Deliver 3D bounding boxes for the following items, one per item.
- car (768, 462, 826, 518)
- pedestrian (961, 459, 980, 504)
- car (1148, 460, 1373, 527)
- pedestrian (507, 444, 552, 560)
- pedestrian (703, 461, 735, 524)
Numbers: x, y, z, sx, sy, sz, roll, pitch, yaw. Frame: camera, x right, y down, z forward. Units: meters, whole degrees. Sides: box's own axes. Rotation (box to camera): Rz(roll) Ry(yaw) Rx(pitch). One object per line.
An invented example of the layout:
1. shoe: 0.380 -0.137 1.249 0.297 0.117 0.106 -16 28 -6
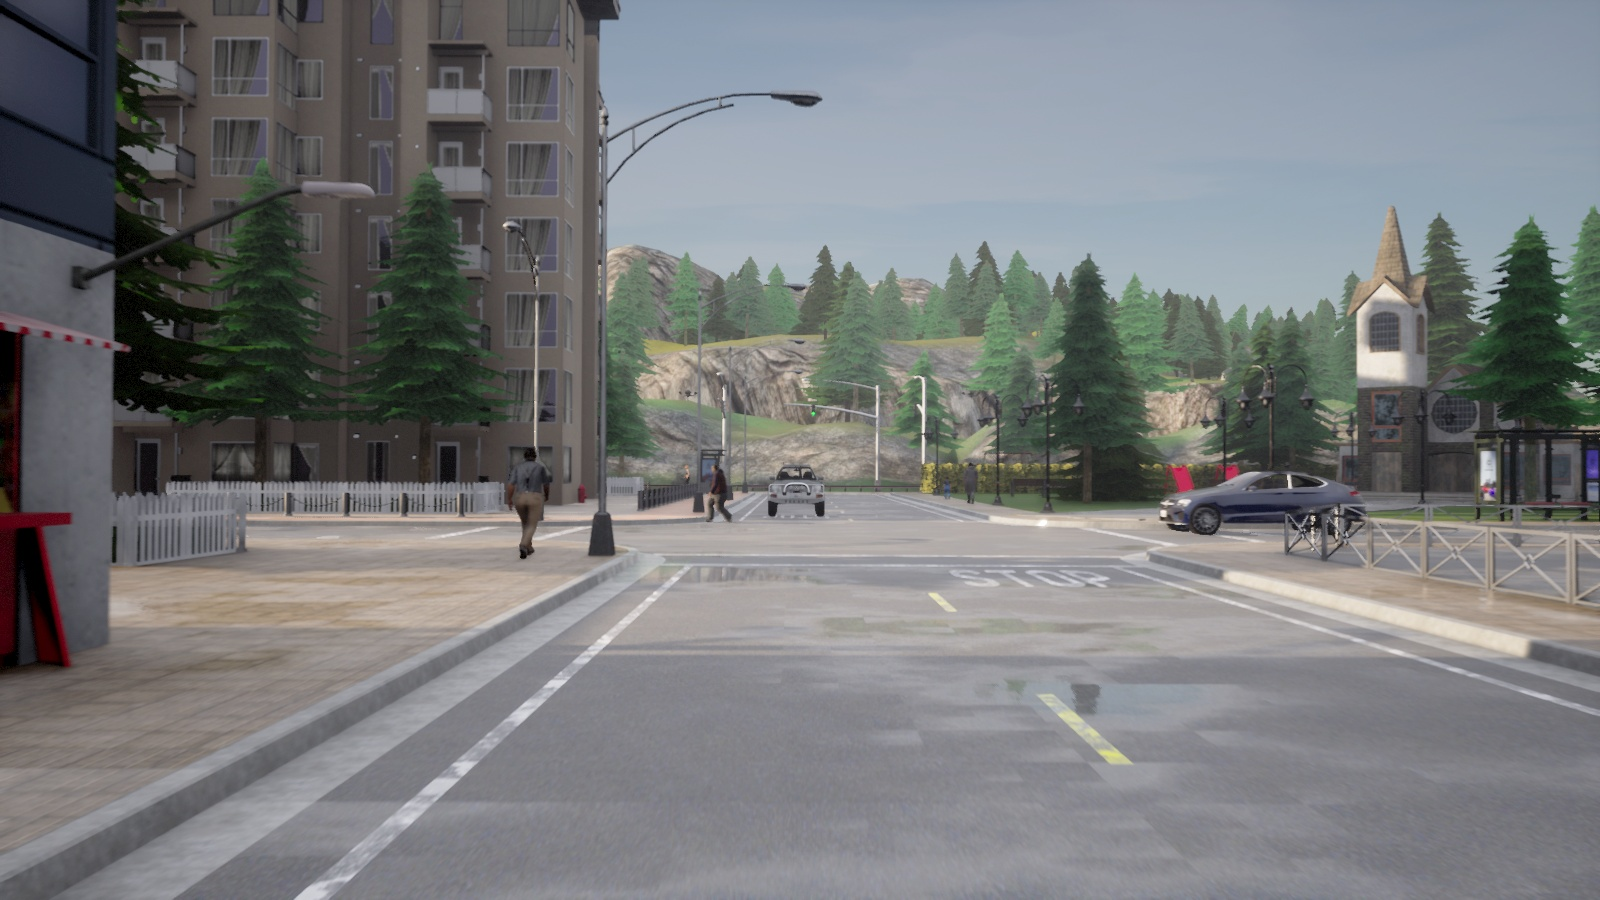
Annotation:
1. car: -0.115 1.373 44.287 1.932 1.855 4.605 0 -1 0
2. pedestrian: 7.499 1.371 55.276 0.659 1.952 0.873 0 -1 -2
3. car: 11.835 1.106 32.519 5.027 1.651 2.152 0 -1 -1
4. pedestrian: -4.370 0.833 20.323 0.540 1.848 0.694 0 -1 3
5. pedestrian: -2.398 1.245 37.083 0.899 1.844 0.634 0 -1 0
